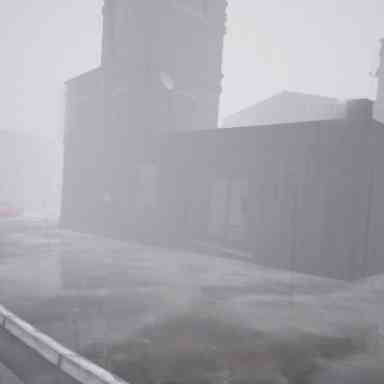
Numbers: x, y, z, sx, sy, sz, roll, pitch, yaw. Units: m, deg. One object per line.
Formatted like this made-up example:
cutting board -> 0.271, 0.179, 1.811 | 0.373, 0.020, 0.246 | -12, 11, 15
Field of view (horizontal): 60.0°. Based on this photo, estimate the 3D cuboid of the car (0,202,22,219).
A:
car -> -19.786, 1.824, 35.234 | 2.097, 1.767, 4.553 | 4, -2, -6
